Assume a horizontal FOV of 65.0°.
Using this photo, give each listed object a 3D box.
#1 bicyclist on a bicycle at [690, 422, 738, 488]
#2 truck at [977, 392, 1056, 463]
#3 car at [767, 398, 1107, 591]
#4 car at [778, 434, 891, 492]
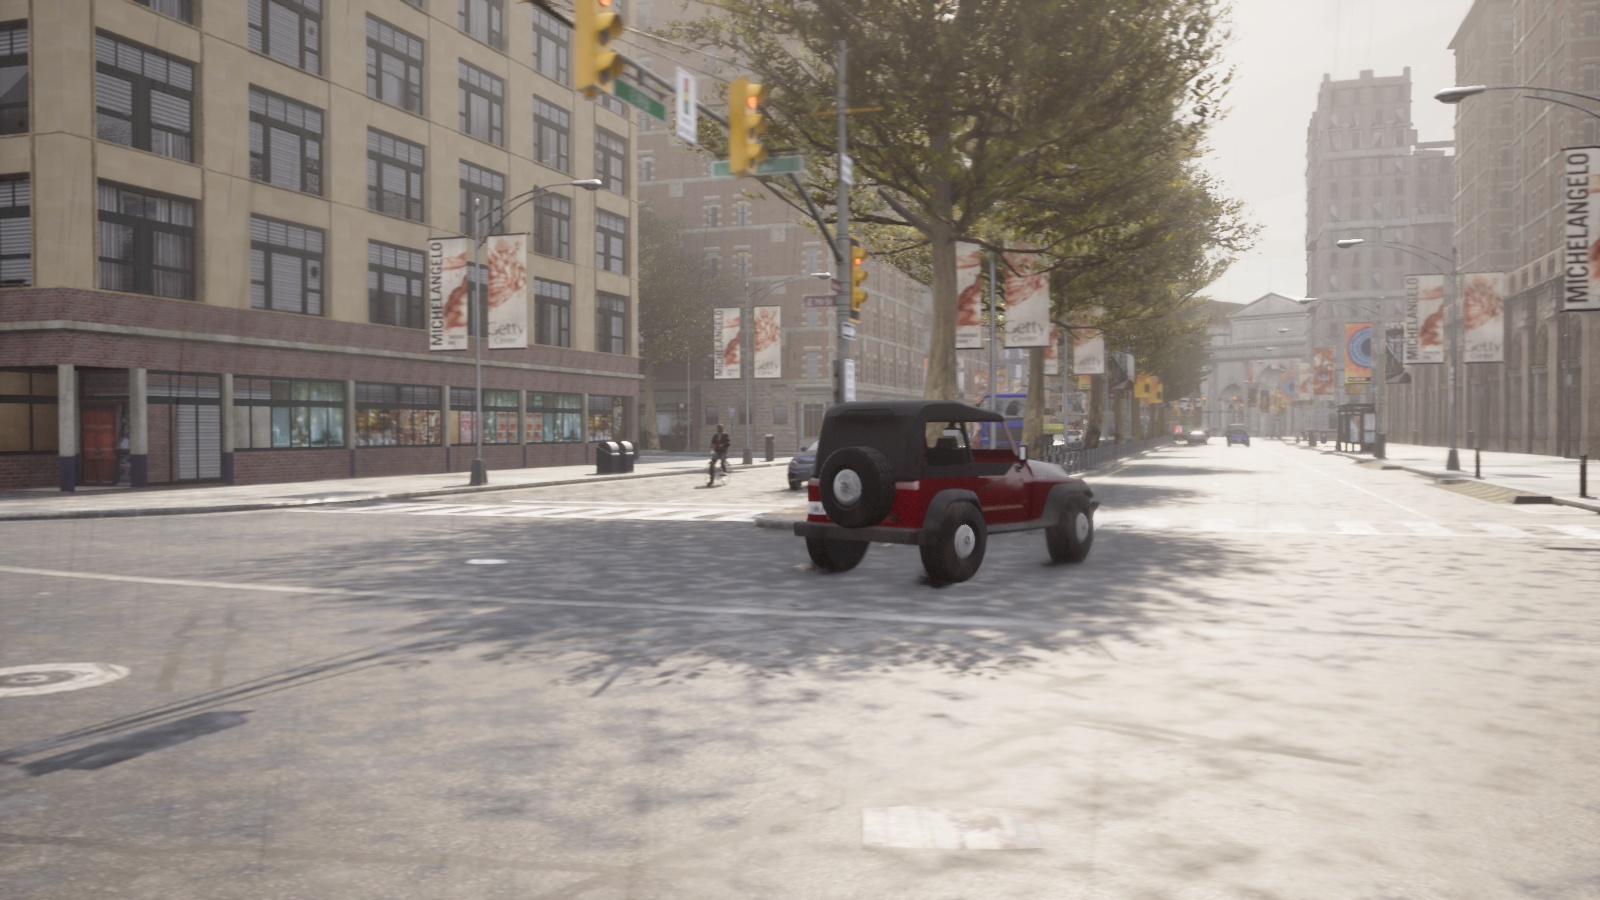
[{"bbox_3d":[-2.375,0.127,35.025,0.659,1.776,1.843,1,1,19],"label":"bicyclist on a bicycle"},{"bbox_3d":[11.356,-1.159,65.323,2.891,3.462,7.936,1,1,18],"label":"truck"},{"bbox_3d":[1.663,0.400,14.262,1.905,1.878,3.866,1,1,42],"label":"car"},{"bbox_3d":[1.039,0.307,34.289,1.812,1.442,4.674,1,1,18],"label":"car"}]
